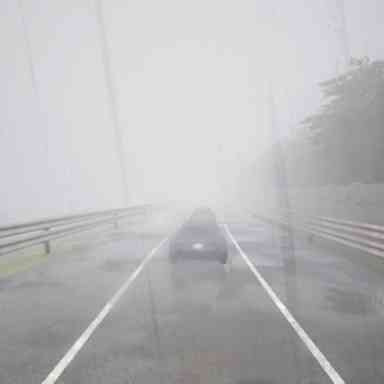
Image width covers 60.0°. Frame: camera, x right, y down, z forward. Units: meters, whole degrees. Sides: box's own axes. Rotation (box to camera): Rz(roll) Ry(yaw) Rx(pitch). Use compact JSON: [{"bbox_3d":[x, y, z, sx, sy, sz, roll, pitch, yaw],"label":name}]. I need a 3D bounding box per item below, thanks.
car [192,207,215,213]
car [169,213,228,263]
[{"bbox_3d":[0.921,1.883,27.304,1.994,1.385,4.181,0,-1,4],"label":"car"},{"bbox_3d":[0.271,1.711,12.535,1.994,1.385,4.181,0,-1,2],"label":"car"}]
